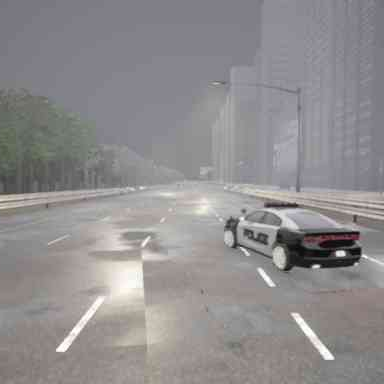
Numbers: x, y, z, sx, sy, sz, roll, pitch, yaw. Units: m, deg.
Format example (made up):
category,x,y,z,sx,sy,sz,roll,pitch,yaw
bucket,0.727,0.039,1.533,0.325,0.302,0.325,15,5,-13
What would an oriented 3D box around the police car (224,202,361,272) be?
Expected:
category,x,y,z,sx,sy,sz,roll,pitch,yaw
police car,2.601,1.131,10.093,1.930,1.638,5.238,1,2,-18
